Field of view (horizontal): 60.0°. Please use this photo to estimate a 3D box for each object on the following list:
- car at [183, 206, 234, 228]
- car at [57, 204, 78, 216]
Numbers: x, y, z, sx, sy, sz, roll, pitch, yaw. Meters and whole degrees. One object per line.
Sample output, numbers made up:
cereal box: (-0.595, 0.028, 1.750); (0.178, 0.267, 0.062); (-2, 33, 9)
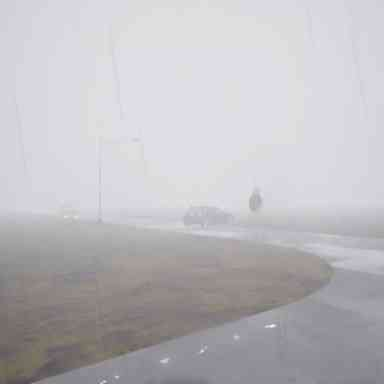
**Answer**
car: (1.458, 1.886, 26.937); (2.097, 1.767, 4.553); (-1, -2, 44)
car: (-18.758, 2.584, 49.966); (2.097, 1.767, 4.553); (1, -2, -36)
